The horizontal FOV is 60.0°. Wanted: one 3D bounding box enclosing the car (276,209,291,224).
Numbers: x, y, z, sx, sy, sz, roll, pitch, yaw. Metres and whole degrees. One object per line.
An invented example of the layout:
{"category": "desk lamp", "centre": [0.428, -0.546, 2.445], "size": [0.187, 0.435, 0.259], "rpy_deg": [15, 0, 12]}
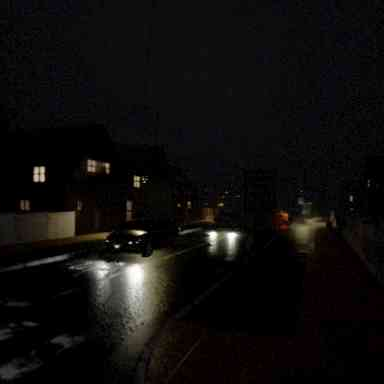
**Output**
{"category": "car", "centre": [10.212, 2.830, 39.695], "size": [2.097, 1.767, 4.553], "rpy_deg": [1, -2, 21]}

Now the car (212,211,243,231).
{"category": "car", "centre": [3.260, 2.475, 29.342], "size": [1.882, 1.535, 5.008], "rpy_deg": [1, -2, 21]}

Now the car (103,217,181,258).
{"category": "car", "centre": [-2.052, 1.944, 15.108], "size": [1.837, 1.490, 4.892], "rpy_deg": [1, -2, 20]}
